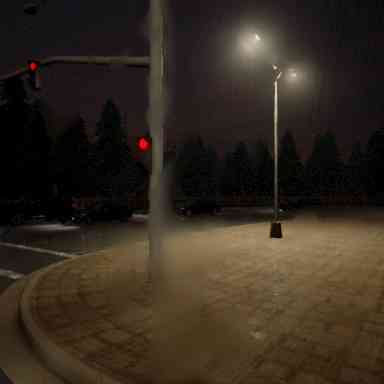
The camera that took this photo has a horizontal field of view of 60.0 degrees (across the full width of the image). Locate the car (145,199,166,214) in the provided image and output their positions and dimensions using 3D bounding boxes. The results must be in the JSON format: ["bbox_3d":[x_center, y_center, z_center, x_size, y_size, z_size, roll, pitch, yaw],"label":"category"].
[{"bbox_3d":[-2.332,1.458,33.087,4.892,1.490,1.837,0,0,-41],"label":"car"}]

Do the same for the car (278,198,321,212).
[{"bbox_3d":[12.314,1.427,37.911,5.008,1.535,1.882,0,0,-20],"label":"car"}]

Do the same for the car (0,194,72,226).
[{"bbox_3d":[-10.985,1.176,23.394,2.150,2.045,5.566,0,0,38],"label":"car"}]

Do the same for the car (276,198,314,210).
[{"bbox_3d":[12.926,1.514,41.777,4.181,1.385,1.994,0,0,-18],"label":"car"}]

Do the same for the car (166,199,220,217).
[{"bbox_3d":[0.404,1.429,30.871,5.008,1.535,1.882,0,0,-40],"label":"car"}]

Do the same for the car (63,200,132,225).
[{"bbox_3d":[-6.340,1.478,23.632,1.812,1.442,4.674,0,0,39],"label":"car"}]
